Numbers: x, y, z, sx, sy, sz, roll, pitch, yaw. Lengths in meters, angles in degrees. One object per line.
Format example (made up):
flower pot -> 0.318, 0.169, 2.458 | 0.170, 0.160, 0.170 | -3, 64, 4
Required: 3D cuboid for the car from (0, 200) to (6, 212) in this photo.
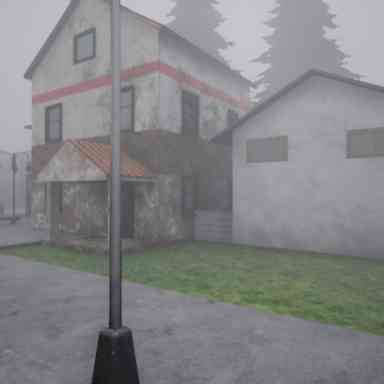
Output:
car -> -21.431, 1.130, 32.691 | 2.150, 2.045, 5.566 | 0, 0, 36
